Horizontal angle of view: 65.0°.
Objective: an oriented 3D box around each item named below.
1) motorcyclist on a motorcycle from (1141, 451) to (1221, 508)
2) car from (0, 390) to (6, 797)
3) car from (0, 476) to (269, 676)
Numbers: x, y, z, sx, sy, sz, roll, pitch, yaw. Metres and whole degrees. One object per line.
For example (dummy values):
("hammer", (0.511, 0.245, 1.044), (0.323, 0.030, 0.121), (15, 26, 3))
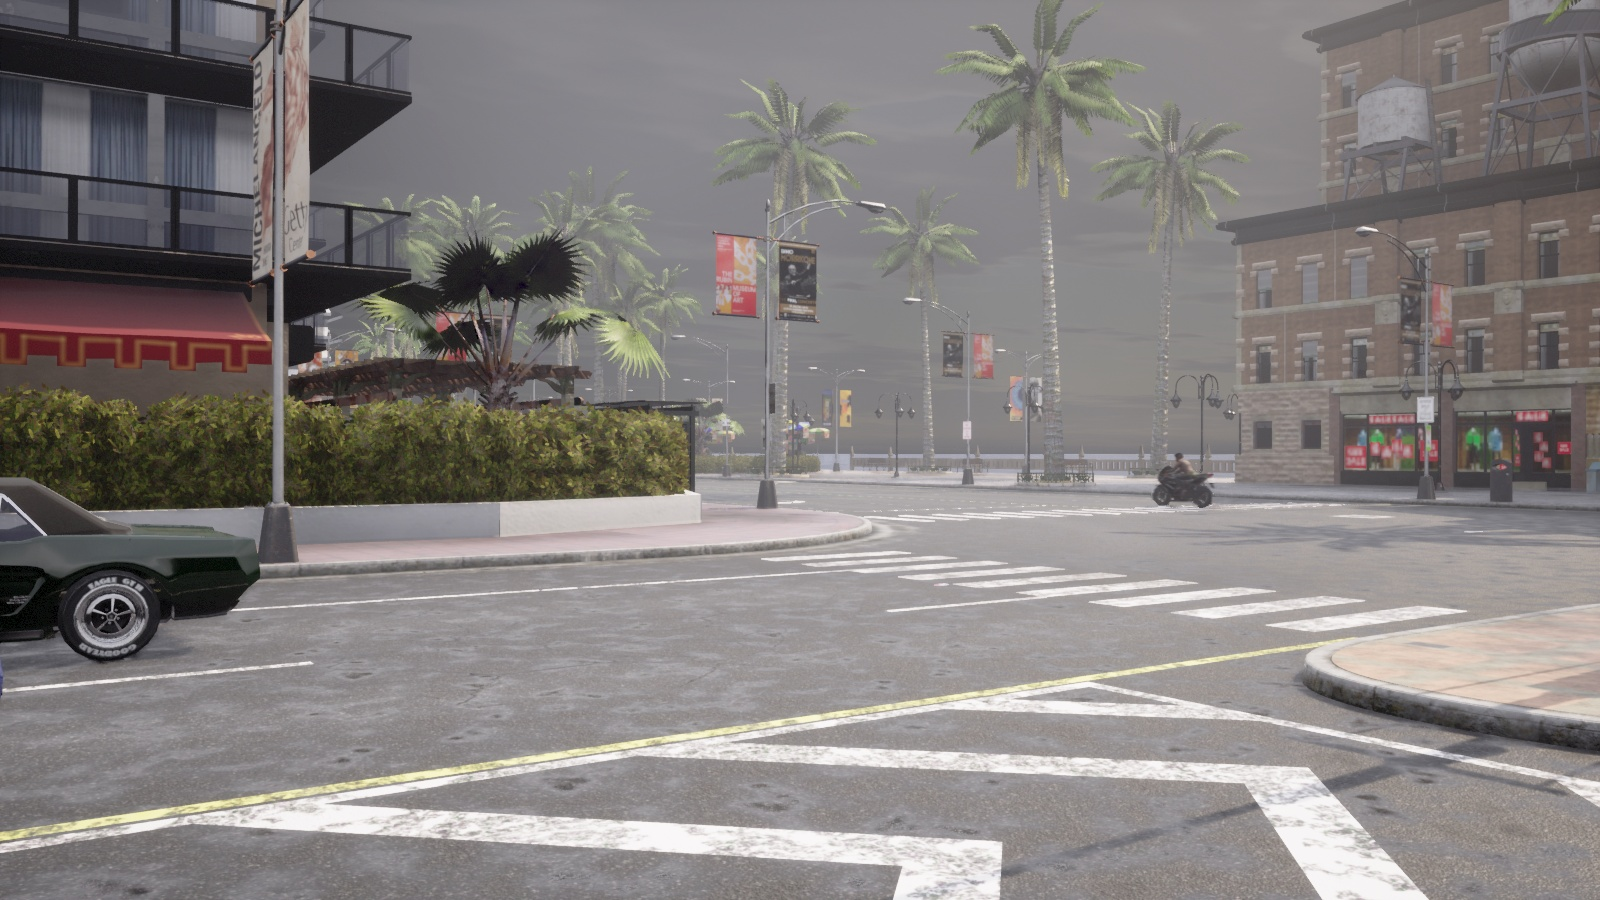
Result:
("motorcyclist on a motorcycle", (10.453, 0.789, 34.535), (0.797, 1.523, 2.044), (0, 0, -34))
("car", (-5.925, 0.628, 5.020), (4.553, 1.767, 2.097), (0, 0, -35))
("car", (-6.481, 0.881, 8.894), (4.718, 1.301, 1.895), (0, 0, -35))
